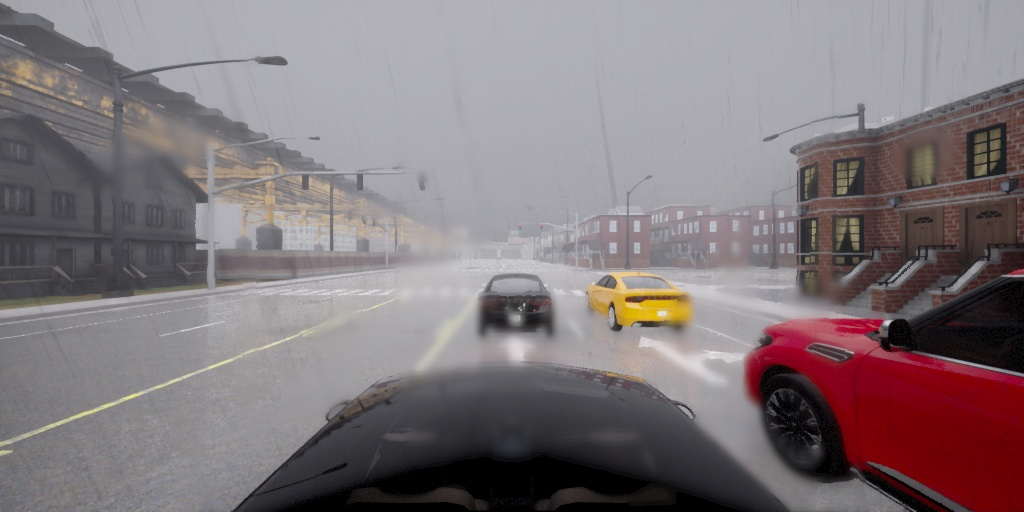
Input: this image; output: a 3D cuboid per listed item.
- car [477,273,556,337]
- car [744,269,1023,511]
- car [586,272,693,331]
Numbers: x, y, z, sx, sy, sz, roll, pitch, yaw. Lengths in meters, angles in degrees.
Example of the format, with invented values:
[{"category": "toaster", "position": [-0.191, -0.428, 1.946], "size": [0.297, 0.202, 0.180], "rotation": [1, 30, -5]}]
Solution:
[{"category": "car", "position": [0.109, 1.228, 10.347], "size": [1.882, 1.535, 5.008], "rotation": [0, 0, 0]}, {"category": "car", "position": [3.598, 0.971, 1.524], "size": [2.150, 2.045, 5.566], "rotation": [0, 0, 0]}, {"category": "car", "position": [3.612, 1.228, 11.049], "size": [1.882, 1.535, 5.008], "rotation": [0, 0, 0]}]
